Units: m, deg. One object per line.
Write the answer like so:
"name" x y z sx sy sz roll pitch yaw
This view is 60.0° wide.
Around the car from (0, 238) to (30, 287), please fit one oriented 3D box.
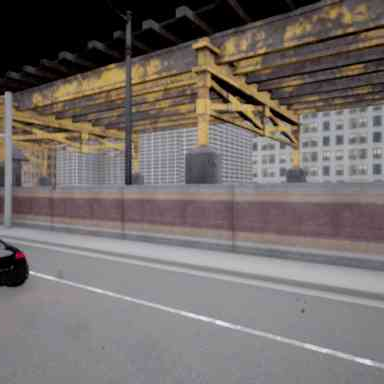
"car" -5.811 1.549 8.067 4.181 1.385 1.994 0 0 36
